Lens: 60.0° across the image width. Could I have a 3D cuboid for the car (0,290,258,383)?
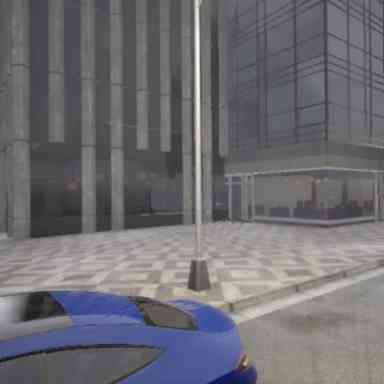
[{"bbox_3d":[-1.575,1.560,2.229,4.674,1.442,1.812,-1,0,-35],"label":"car"}]
